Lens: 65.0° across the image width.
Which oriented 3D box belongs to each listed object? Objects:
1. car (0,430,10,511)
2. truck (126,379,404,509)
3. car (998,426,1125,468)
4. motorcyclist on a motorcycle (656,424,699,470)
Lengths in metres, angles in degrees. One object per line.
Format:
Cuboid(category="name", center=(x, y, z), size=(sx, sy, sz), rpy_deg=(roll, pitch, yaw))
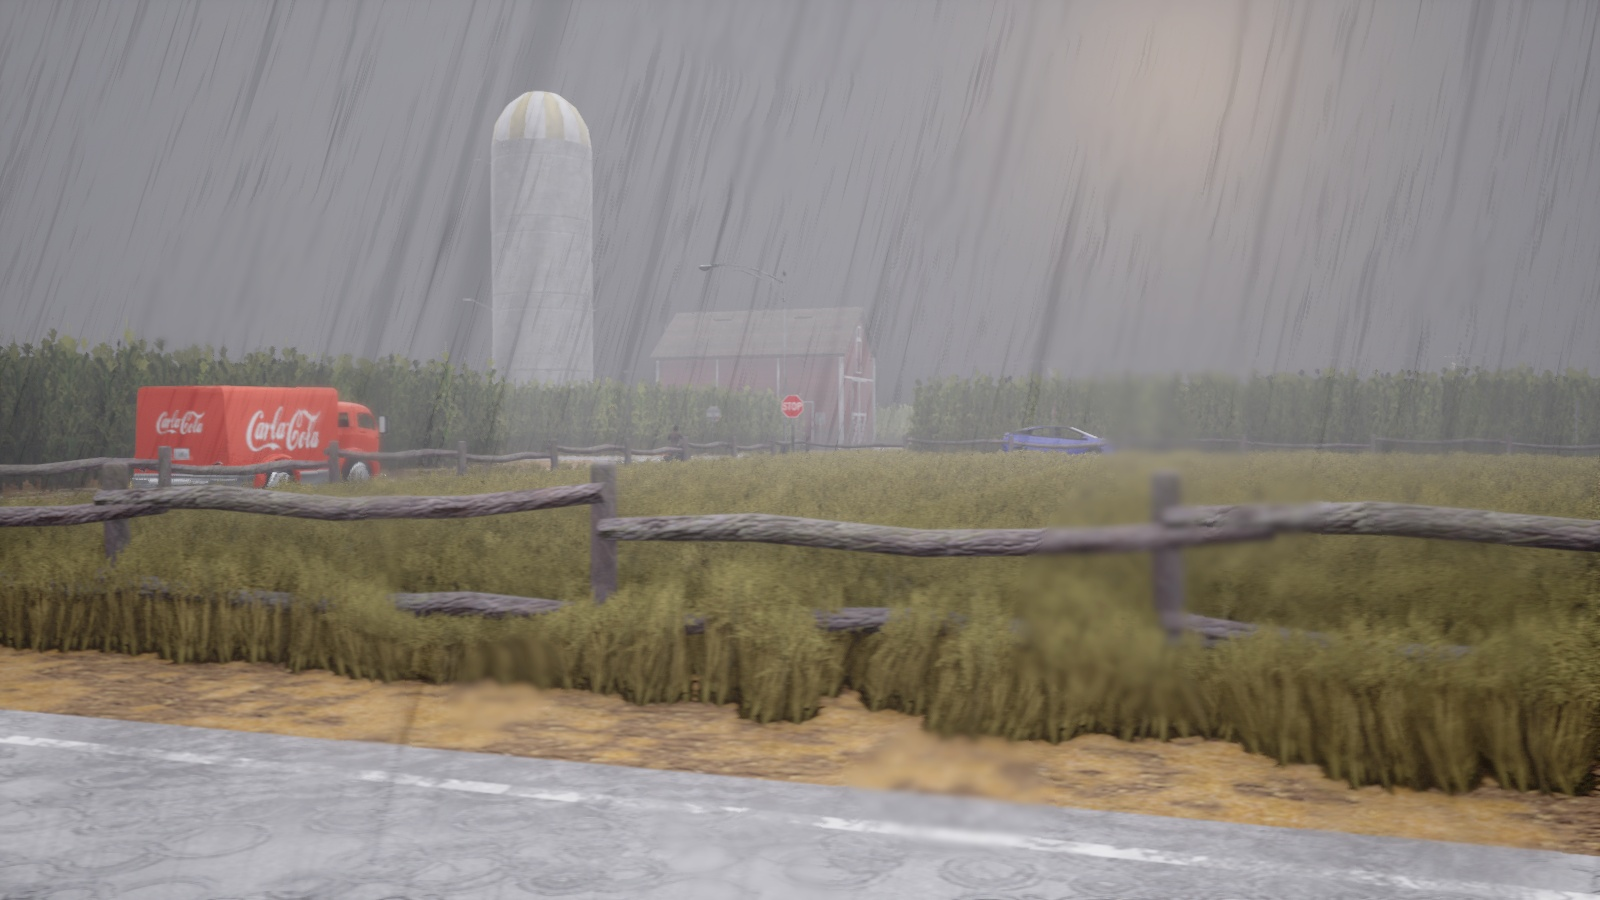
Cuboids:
Cuboid(category="car", center=(-16.268, 0.395, 21.209), size=(1.837, 1.490, 4.892), rpy_deg=(1, 1, 19))
Cuboid(category="truck", center=(-11.132, -0.163, 26.678), size=(2.627, 2.467, 5.204), rpy_deg=(1, 1, 19))
Cuboid(category="car", center=(10.099, -0.145, 48.412), size=(4.514, 1.525, 2.007), rpy_deg=(1, 1, 20))
Cuboid(category="motorcyclist on a motorcycle", center=(-4.530, -0.134, 46.558), size=(0.766, 1.649, 2.350), rpy_deg=(0, 1, 16))
